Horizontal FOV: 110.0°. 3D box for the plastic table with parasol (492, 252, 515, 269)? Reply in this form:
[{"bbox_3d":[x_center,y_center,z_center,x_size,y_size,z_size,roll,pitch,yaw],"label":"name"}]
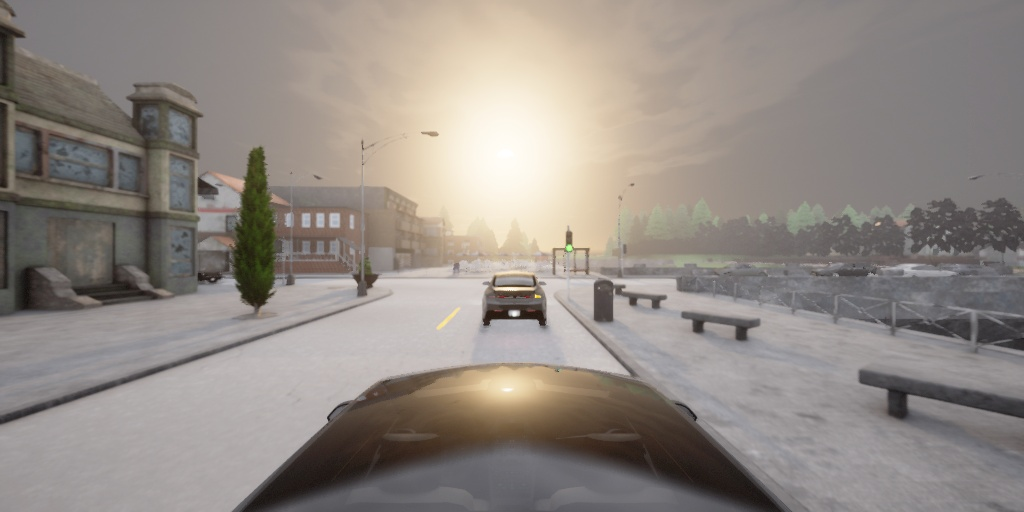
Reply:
[{"bbox_3d":[-1.207,0.669,52.511,2.482,2.480,2.482,0,0,0],"label":"plastic table with parasol"}]

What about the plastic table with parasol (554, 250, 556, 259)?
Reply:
[{"bbox_3d":[4.993,0.669,53.411,2.482,2.480,2.482,0,0,0],"label":"plastic table with parasol"}]

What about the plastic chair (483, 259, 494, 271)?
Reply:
[{"bbox_3d":[-2.957,1.274,45.411,0.730,1.272,0.750,0,0,0],"label":"plastic chair"}]

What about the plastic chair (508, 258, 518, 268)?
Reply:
[{"bbox_3d":[0.143,1.273,52.411,0.730,1.272,0.750,0,0,0],"label":"plastic chair"}]

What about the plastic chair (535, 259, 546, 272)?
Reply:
[{"bbox_3d":[3.443,1.274,43.511,0.750,1.272,0.730,0,0,0],"label":"plastic chair"}]

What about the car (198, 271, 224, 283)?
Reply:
[{"bbox_3d":[-23.463,1.347,25.508,4.718,1.301,1.895,0,0,0],"label":"car"}]

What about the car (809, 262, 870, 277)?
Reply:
[{"bbox_3d":[27.432,1.252,29.713,4.892,1.490,1.837,0,0,0],"label":"car"}]

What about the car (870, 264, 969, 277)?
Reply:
[{"bbox_3d":[28.901,1.273,25.529,4.674,1.442,1.812,0,0,0],"label":"car"}]

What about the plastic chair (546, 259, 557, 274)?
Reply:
[{"bbox_3d":[4.843,1.274,44.611,0.730,1.272,0.750,0,0,0],"label":"plastic chair"}]

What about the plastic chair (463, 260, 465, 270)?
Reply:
[{"bbox_3d":[-5.557,1.274,45.611,0.730,1.272,0.750,0,0,0],"label":"plastic chair"}]

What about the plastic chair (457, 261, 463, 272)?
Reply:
[{"bbox_3d":[-7.053,1.273,50.943,0.750,1.272,0.730,0,0,-1],"label":"plastic chair"}]

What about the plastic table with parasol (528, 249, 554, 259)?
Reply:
[{"bbox_3d":[3.583,0.670,44.781,2.482,2.480,2.482,0,0,0],"label":"plastic table with parasol"}]

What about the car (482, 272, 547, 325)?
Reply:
[{"bbox_3d":[0.079,1.253,11.818,1.837,1.490,4.892,0,0,0],"label":"car"}]

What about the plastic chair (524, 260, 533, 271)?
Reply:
[{"bbox_3d":[2.243,1.274,44.811,0.730,1.272,0.750,0,0,0],"label":"plastic chair"}]

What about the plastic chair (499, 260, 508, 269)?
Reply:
[{"bbox_3d":[-1.257,1.273,51.311,0.750,1.272,0.730,0,0,0],"label":"plastic chair"}]

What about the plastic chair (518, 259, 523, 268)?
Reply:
[{"bbox_3d":[1.047,1.272,58.943,0.750,1.272,0.730,0,0,-1],"label":"plastic chair"}]

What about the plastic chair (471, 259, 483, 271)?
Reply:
[{"bbox_3d":[-4.357,1.274,44.311,0.750,1.272,0.730,0,0,0],"label":"plastic chair"}]

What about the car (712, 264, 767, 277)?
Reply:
[{"bbox_3d":[18.647,1.311,29.715,4.181,1.385,1.994,0,0,0],"label":"car"}]

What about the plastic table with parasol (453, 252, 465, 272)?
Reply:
[{"bbox_3d":[-7.127,0.669,52.122,2.482,2.480,2.482,0,0,0],"label":"plastic table with parasol"}]

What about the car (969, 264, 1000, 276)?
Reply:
[{"bbox_3d":[37.326,1.311,29.700,4.181,1.385,1.994,0,0,0],"label":"car"}]

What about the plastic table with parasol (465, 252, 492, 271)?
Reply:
[{"bbox_3d":[-4.237,0.670,45.531,2.482,2.480,2.482,0,0,0],"label":"plastic table with parasol"}]

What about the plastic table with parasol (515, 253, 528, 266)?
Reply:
[{"bbox_3d":[1.163,0.668,60.121,2.482,2.480,2.482,0,0,0],"label":"plastic table with parasol"}]
